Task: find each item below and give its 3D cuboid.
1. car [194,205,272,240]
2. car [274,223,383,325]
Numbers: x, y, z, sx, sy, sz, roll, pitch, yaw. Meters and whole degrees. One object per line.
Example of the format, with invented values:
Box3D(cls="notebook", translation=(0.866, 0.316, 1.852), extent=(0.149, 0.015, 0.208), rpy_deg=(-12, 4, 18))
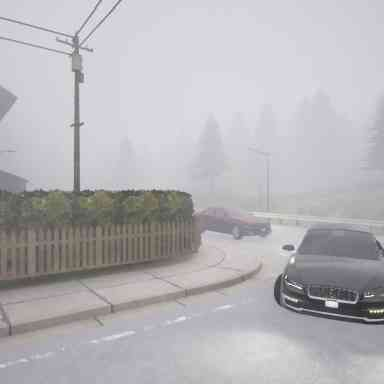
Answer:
Box3D(cls="car", translation=(1.973, 1.478, 17.512), extent=(1.882, 1.535, 5.008), rpy_deg=(0, 0, -33))
Box3D(cls="car", translation=(3.270, 1.505, 7.376), extent=(1.837, 1.490, 4.892), rpy_deg=(0, 0, 27))
